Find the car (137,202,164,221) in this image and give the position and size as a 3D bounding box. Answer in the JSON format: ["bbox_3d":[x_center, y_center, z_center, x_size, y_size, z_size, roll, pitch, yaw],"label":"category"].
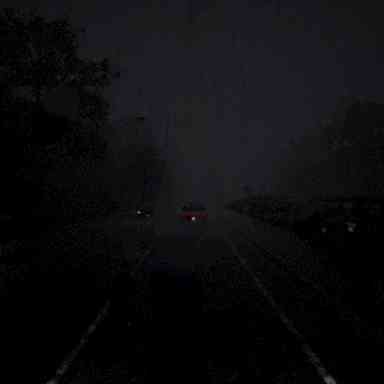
[{"bbox_3d":[-3.335,1.522,27.280,1.812,1.442,4.674,0,0,0],"label":"car"}]

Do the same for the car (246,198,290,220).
[{"bbox_3d":[7.090,1.473,25.875,5.008,1.535,2.097,0,0,0],"label":"car"}]

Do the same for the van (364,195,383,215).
[{"bbox_3d":[20.293,1.295,33.981,4.442,1.987,1.878,0,0,0],"label":"van"}]

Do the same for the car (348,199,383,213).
[{"bbox_3d":[20.174,1.539,36.750,4.892,1.521,2.231,0,0,0],"label":"car"}]

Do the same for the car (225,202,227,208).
[{"bbox_3d":[7.116,1.585,42.528,5.008,1.535,2.097,0,0,0],"label":"car"}]

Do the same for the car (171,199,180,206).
[{"bbox_3d":[-3.199,2.235,68.724,1.812,1.442,4.674,0,-2,0],"label":"car"}]

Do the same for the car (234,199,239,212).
[{"bbox_3d":[7.127,1.554,34.203,4.792,1.488,2.163,0,0,0],"label":"car"}]

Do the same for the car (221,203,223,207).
[{"bbox_3d":[6.932,1.655,48.068,5.366,1.575,1.946,0,-1,0],"label":"car"}]

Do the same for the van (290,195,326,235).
[{"bbox_3d":[6.951,1.180,14.772,4.442,1.987,1.878,0,0,0],"label":"van"}]

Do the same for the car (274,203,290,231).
[{"bbox_3d":[7.075,1.462,17.546,4.674,1.452,2.002,0,0,0],"label":"car"}]

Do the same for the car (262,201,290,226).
[{"bbox_3d":[7.046,1.469,20.324,4.792,1.488,2.163,0,0,0],"label":"car"}]

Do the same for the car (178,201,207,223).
[{"bbox_3d":[0.111,1.586,25.295,1.895,1.301,4.718,0,0,0],"label":"car"}]

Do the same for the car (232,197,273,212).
[{"bbox_3d":[7.137,1.435,39.752,4.553,1.767,2.185,0,0,0],"label":"car"}]

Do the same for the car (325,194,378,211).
[{"bbox_3d":[20.217,1.328,42.288,5.566,2.045,2.435,0,-1,0],"label":"car"}]

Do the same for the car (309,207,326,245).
[{"bbox_3d":[7.093,1.418,11.988,4.792,1.488,2.163,0,0,0],"label":"car"}]

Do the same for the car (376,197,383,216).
[{"bbox_3d":[20.141,1.379,31.211,4.553,1.767,2.185,0,0,0],"label":"car"}]

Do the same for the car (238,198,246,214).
[{"bbox_3d":[7.095,1.547,31.427,4.674,1.452,2.002,0,0,0],"label":"car"}]

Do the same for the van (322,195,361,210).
[{"bbox_3d":[20.311,1.388,45.179,4.442,1.987,1.878,0,-1,0],"label":"van"}]

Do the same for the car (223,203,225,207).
[{"bbox_3d":[7.119,1.618,45.299,4.892,1.521,2.231,0,-1,0],"label":"car"}]

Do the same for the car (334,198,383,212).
[{"bbox_3d":[20.000,1.554,39.518,5.366,1.575,1.946,0,0,0],"label":"car"}]

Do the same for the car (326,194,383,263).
[{"bbox_3d":[7.088,1.135,9.235,5.566,2.045,2.435,0,1,0],"label":"car"}]

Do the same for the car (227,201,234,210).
[{"bbox_3d":[7.073,1.290,36.981,5.566,2.045,2.435,0,0,0],"label":"car"}]

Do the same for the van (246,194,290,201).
[{"bbox_3d":[7.205,1.264,28.652,4.442,1.987,1.878,0,0,0],"label":"van"}]
